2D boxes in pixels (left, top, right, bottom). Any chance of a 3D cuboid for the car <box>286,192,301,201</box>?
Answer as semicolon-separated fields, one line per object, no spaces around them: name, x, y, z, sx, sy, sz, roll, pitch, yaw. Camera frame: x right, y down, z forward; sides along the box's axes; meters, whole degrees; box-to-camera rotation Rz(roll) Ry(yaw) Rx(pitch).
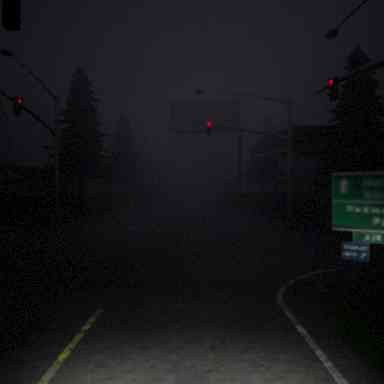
car;22.604;0.933;74.141;1.932;1.855;4.605;0;0;0

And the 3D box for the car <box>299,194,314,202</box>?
car;22.640;1.237;65.663;1.970;1.475;3.806;0;0;0
